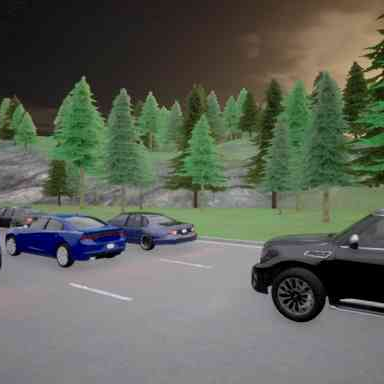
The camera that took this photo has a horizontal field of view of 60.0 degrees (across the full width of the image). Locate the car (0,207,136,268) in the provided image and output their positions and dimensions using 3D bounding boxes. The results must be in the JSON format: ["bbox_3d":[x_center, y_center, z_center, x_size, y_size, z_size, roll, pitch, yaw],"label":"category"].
[{"bbox_3d":[-4.464,1.477,11.445,5.008,1.535,1.882,0,0,35],"label":"car"}]

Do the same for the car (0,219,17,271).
[{"bbox_3d":[-6.915,1.504,8.895,4.892,1.490,1.837,0,0,36],"label":"car"}]

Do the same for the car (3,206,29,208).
[{"bbox_3d":[-10.572,1.546,20.034,5.357,1.411,2.033,0,0,35],"label":"car"}]

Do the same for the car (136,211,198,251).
[{"bbox_3d":[-2.342,1.547,14.232,5.357,1.411,2.033,0,0,35],"label":"car"}]

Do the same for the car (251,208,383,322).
[{"bbox_3d":[3.813,1.221,5.574,5.566,2.045,2.150,0,0,35],"label":"car"}]
